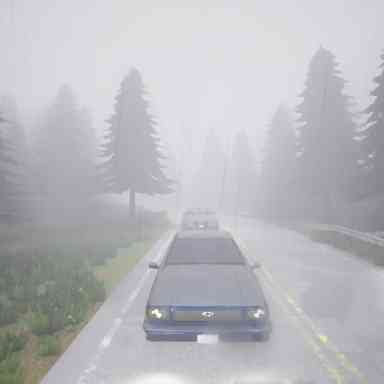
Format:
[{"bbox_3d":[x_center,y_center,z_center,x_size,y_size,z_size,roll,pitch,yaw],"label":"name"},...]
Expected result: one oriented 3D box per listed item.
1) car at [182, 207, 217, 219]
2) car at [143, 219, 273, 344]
[{"bbox_3d":[0.400,1.584,19.139,1.994,1.385,4.181,0,0,-2],"label":"car"},{"bbox_3d":[0.250,1.557,7.054,2.033,1.411,5.357,0,0,1],"label":"car"}]
